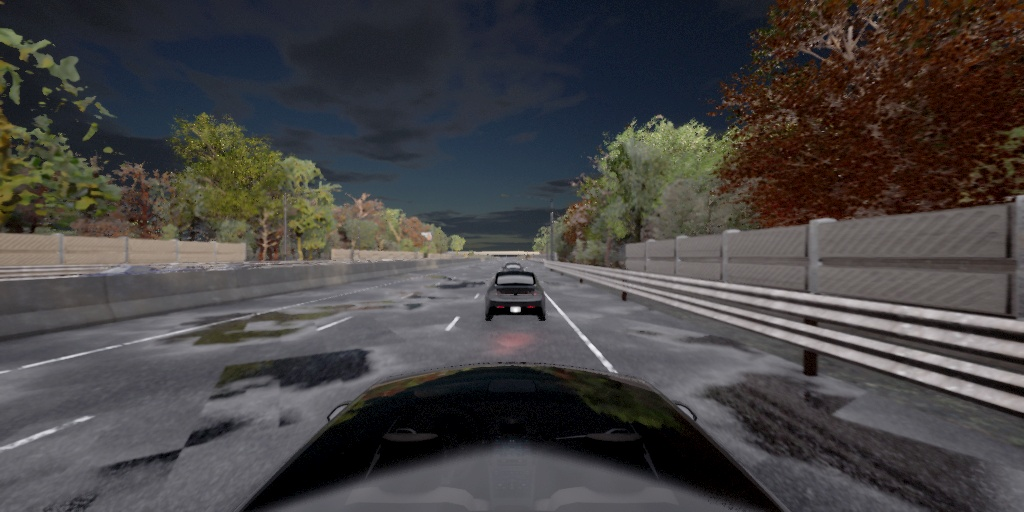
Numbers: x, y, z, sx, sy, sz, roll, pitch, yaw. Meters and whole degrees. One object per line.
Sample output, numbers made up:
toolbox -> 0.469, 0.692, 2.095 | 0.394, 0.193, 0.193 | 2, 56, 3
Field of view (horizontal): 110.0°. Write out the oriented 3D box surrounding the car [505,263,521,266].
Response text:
car -> 0.102, 1.279, 29.753 | 1.812, 1.442, 4.674 | 0, 0, 0

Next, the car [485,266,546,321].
car -> 0.103, 1.255, 12.508 | 1.837, 1.490, 4.892 | 0, 0, 0

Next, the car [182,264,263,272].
car -> -17.497, 1.271, 22.768 | 2.128, 1.511, 4.902 | 0, 0, 0

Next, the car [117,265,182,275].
car -> -20.997, 1.364, 22.768 | 2.033, 1.411, 5.357 | 0, 0, 0

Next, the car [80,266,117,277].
car -> -24.497, 1.320, 22.768 | 1.812, 1.442, 4.674 | 0, 0, 0
